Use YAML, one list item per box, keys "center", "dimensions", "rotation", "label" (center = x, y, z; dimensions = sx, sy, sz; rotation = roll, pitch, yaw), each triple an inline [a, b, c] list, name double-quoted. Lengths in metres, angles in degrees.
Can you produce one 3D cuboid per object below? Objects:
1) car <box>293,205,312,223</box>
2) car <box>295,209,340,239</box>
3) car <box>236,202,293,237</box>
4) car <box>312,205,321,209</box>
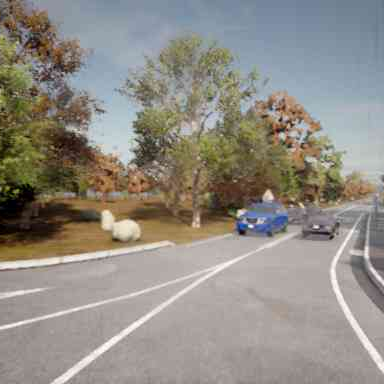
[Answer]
- center: [9.448, 2.179, 30.668]
  dimensions: [1.837, 1.490, 4.892]
  rotation: [1, -1, 28]
  label: "car"
- center: [8.309, 2.103, 21.307]
  dimensions: [2.033, 1.411, 5.357]
  rotation: [1, -1, 28]
  label: "car"
- center: [4.816, 1.725, 22.055]
  dimensions: [2.150, 2.045, 5.566]
  rotation: [1, -1, 29]
  label: "car"
- center: [14.161, 2.307, 39.337]
  dimensions: [1.837, 1.490, 4.892]
  rotation: [1, 1, 29]
  label: "car"
